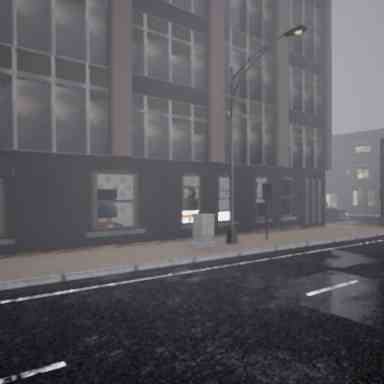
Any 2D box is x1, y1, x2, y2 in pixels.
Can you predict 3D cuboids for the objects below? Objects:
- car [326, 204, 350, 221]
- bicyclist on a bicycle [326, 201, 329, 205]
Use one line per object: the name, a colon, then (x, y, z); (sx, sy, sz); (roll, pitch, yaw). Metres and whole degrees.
car: (13.129, 1.965, 33.154); (2.128, 1.511, 4.902); (0, -1, -37)
bicyclist on a bicycle: (17.109, 1.818, 42.423); (1.656, 1.620, 0.582); (-1, 0, -37)
